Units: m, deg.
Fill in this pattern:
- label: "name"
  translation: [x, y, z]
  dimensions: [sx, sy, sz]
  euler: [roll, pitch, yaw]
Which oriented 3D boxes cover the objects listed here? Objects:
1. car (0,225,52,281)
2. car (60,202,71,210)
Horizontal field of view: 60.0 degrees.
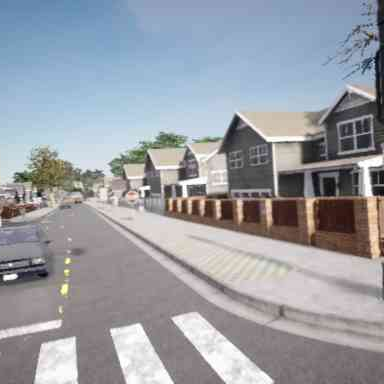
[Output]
- label: "car"
  translation: [-5.743, 1.851, 11.031]
  dimensions: [2.033, 1.411, 5.357]
  euler: [-4, 1, -23]
- label: "car"
  translation: [-24.518, 2.633, 64.507]
  dimensions: [1.994, 1.385, 4.181]
  euler: [-4, 1, -19]
